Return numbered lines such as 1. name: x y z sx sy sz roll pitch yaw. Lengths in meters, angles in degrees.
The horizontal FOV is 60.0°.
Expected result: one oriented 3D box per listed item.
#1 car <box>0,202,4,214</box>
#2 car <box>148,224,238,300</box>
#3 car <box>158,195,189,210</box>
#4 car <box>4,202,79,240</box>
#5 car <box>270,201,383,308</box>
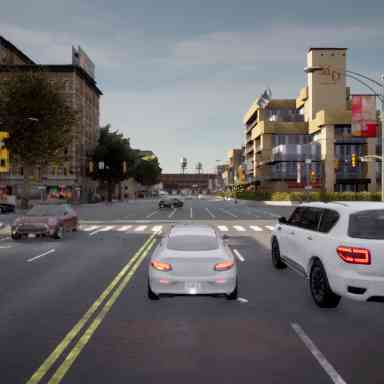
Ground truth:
1. car: -20.007 1.563 30.631 4.181 1.385 1.994 0 0 0
2. car: 0.012 1.526 8.284 1.812 1.442 4.674 0 0 0
3. car: -2.642 1.505 44.014 1.837 1.490 4.892 1 1 27
4. car: -7.318 1.352 17.014 2.097 1.767 4.553 0 0 -5
5. car: 3.511 1.221 8.053 2.150 2.045 5.566 0 0 0
